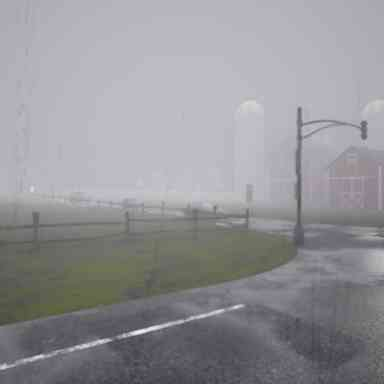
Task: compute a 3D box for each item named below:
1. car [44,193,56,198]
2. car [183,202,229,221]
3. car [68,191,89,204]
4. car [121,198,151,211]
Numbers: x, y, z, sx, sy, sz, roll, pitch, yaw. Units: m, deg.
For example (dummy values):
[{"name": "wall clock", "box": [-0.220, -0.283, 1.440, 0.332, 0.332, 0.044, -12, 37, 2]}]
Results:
[{"name": "car", "box": [-35.997, 0.844, 84.048, 1.895, 1.301, 4.718, 0, 0, -36]}, {"name": "car", "box": [1.066, 1.553, 27.793, 1.812, 1.442, 4.674, 0, 0, -37]}, {"name": "car", "box": [-19.038, 0.900, 55.835, 2.150, 2.045, 5.566, 0, 0, -36]}, {"name": "car", "box": [-6.441, 1.396, 38.199, 2.128, 1.511, 4.902, 0, 0, -36]}]
